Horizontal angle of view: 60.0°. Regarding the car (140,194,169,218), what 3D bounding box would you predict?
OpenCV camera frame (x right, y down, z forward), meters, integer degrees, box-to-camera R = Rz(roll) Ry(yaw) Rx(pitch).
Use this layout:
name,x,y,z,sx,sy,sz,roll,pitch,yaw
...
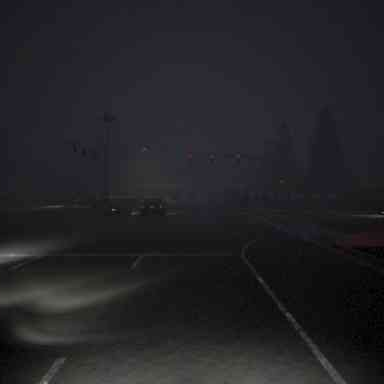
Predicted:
name,x,y,z,sx,sy,sz,roll,pitch,yaw
car,-3.400,1.327,30.336,2.097,1.767,4.553,0,0,0

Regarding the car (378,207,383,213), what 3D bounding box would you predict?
name,x,y,z,sx,sy,sz,roll,pitch,yaw
car,20.294,1.521,30.723,5.357,1.411,2.033,0,0,0

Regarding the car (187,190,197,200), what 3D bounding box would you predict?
name,x,y,z,sx,sy,sz,roll,pitch,yaw
car,-0.094,0.733,74.669,2.150,2.045,5.566,0,3,0

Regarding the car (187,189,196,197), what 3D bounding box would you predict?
name,x,y,z,sx,sy,sz,roll,pitch,yaw
car,-0.151,0.227,85.092,2.033,1.411,5.357,0,7,0

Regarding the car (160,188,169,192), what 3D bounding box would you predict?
name,x,y,z,sx,sy,sz,roll,pitch,yaw
car,-7.151,-0.089,85.047,2.150,2.045,5.566,0,7,0

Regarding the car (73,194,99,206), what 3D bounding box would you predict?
name,x,y,z,sx,sy,sz,roll,pitch,yaw
car,-17.552,1.308,55.255,2.097,1.767,4.553,0,0,0

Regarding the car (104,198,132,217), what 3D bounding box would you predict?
name,x,y,z,sx,sy,sz,roll,pitch,yaw
car,-6.898,1.539,31.281,1.994,1.385,4.181,0,0,0

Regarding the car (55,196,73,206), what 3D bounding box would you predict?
name,x,y,z,sx,sy,sz,roll,pitch,yaw
car,-21.048,1.447,55.319,2.128,1.511,4.902,0,0,0

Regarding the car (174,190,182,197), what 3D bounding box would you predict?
name,x,y,z,sx,sy,sz,roll,pitch,yaw
car,-3.651,0.278,85.109,1.895,1.301,4.718,0,7,0

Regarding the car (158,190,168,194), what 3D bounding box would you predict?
name,x,y,z,sx,sy,sz,roll,pitch,yaw
car,-7.097,0.963,75.032,1.882,1.535,5.008,0,3,0

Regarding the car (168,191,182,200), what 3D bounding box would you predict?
name,x,y,z,sx,sy,sz,roll,pitch,yaw
car,-3.596,0.842,75.014,2.097,1.767,4.553,0,3,0

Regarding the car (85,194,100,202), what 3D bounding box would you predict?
name,x,y,z,sx,sy,sz,roll,pitch,yaw
car,-21.073,1.223,70.739,1.812,1.442,4.674,0,2,0

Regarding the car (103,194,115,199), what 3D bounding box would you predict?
name,x,y,z,sx,sy,sz,roll,pitch,yaw
car,-17.573,1.227,70.649,1.812,1.442,4.674,0,2,0
